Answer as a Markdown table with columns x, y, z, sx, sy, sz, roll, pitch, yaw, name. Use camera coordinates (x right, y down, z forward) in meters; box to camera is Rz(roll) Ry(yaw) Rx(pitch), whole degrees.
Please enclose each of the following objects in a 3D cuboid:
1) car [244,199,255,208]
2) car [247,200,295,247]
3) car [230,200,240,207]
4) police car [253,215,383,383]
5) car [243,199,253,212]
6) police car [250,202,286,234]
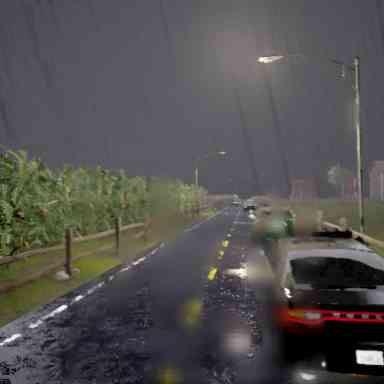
| x | y | z | sx | sy | sz | roll | pitch | yaw | name |
| --- | --- | --- | --- | --- | --- | --- | --- | --- | --- |
| 10.352 | 2.013 | 59.902 | 1.882 | 1.535 | 5.008 | -1 | -1 | 9 | car |
| 3.794 | 1.453 | 15.562 | 2.097 | 1.767 | 4.553 | -1 | -1 | 9 | car |
| 8.421 | 2.192 | 65.035 | 2.033 | 1.411 | 5.357 | -1 | -1 | 9 | car |
| 2.174 | 1.449 | 5.835 | 1.930 | 1.638 | 5.238 | -1 | -1 | 9 | police car |
| 7.780 | 1.974 | 44.250 | 1.895 | 1.301 | 4.718 | -1 | -1 | 10 | car |
| 4.804 | 1.576 | 21.616 | 1.930 | 1.638 | 5.238 | -1 | -1 | 9 | police car |
